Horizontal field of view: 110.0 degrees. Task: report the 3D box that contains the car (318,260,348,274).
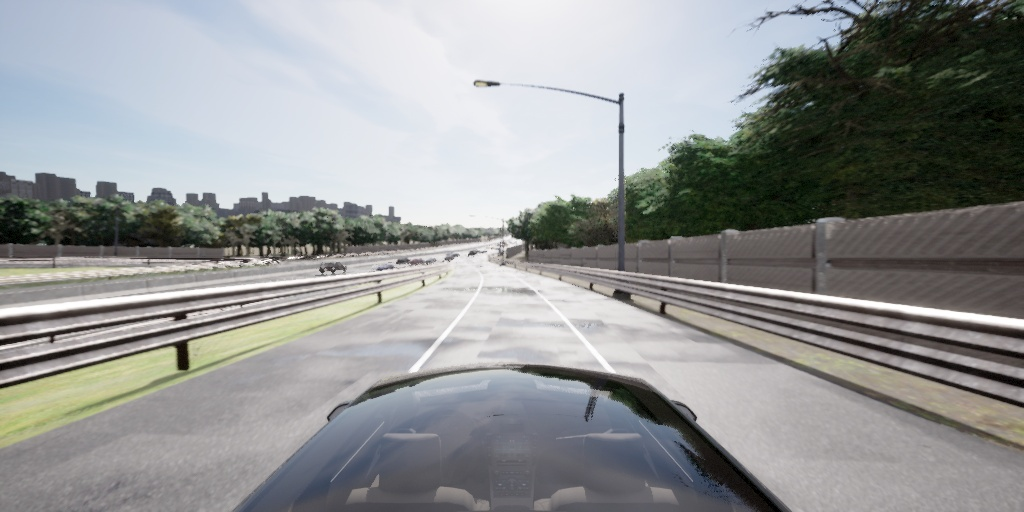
[{"bbox_3d":[-29.051,1.737,58.438,2.150,2.045,5.566,1,2,6],"label":"car"}]
